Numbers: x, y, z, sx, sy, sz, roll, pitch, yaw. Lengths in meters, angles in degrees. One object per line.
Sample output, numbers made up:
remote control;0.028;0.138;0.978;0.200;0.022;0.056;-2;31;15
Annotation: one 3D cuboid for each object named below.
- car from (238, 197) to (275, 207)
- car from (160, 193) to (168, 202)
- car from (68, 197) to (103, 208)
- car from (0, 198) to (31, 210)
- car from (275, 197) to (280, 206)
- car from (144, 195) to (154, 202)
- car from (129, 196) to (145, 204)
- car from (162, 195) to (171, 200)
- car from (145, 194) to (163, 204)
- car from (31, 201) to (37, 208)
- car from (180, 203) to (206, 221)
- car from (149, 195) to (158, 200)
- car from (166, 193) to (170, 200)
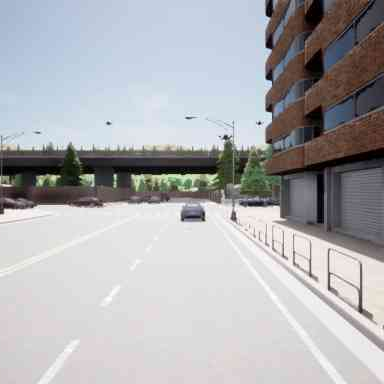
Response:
car;9.038;1.545;47.799;4.718;1.301;1.895;0;0;1
car;-7.004;1.540;72.070;2.033;1.411;5.357;0;0;0
car;-15.259;1.453;47.553;5.008;1.535;1.882;1;-1;10
car;-22.698;1.470;40.567;4.674;1.442;1.812;0;0;0
car;12.216;1.492;51.147;5.357;1.411;2.033;0;0;2
car;-10.504;1.524;80.682;1.812;1.442;4.674;0;0;0
car;-10.559;1.525;62.244;1.812;1.442;4.674;0;0;0
car;-7.031;1.552;92.008;1.994;1.385;4.181;0;0;0
car;-7.061;1.564;62.841;1.994;1.385;4.181;0;0;0
car;-22.907;1.508;44.067;4.181;1.385;1.994;0;0;0
car;0.083;1.564;27.209;1.994;1.385;4.181;0;0;0
car;-10.522;1.524;91.007;1.812;1.442;4.674;0;0;0
car;-7.004;1.225;82.165;2.150;2.045;5.566;0;0;0
